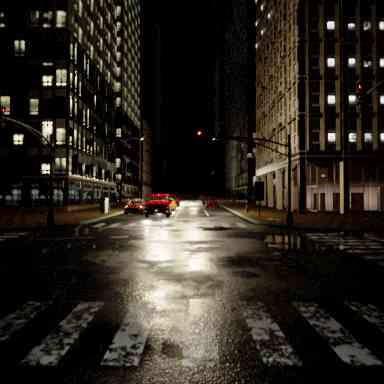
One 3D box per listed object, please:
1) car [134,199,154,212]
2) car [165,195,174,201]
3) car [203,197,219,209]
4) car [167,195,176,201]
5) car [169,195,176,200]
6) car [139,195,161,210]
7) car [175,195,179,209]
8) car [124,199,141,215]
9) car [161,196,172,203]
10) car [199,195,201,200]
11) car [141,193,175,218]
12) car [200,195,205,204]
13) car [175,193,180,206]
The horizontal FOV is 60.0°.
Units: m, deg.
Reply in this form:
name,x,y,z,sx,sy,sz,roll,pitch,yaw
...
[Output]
name,x,y,z,sx,sy,sz,roll,pitch,yaw
car,-5.622,1.592,39.371,1.802,1.307,4.206,1,0,0
car,-5.559,1.568,83.972,1.887,1.381,4.507,1,0,0
car,2.766,1.594,44.996,1.802,1.307,4.206,1,0,0
car,-5.551,1.576,89.548,2.008,1.369,4.403,1,0,0
car,-5.544,1.594,95.123,1.947,1.339,4.313,1,0,0
car,-5.609,1.327,44.947,2.192,1.841,5.009,1,0,0
car,-3.040,1.489,41.552,1.882,1.535,5.008,0,0,0
car,-5.627,1.449,33.796,1.967,1.590,4.097,1,0,0
car,-5.574,1.565,72.822,1.887,1.381,4.507,1,0,0
car,2.790,1.583,61.729,1.947,1.339,4.313,1,0,0
car,-3.050,1.229,31.125,2.150,2.045,5.566,0,0,0
car,2.784,1.541,56.322,1.752,1.417,4.829,1,0,0
car,-3.018,1.235,52.051,2.150,2.045,5.566,0,0,0
